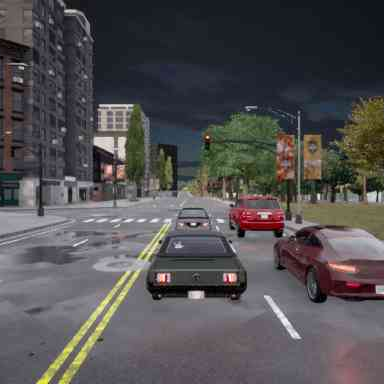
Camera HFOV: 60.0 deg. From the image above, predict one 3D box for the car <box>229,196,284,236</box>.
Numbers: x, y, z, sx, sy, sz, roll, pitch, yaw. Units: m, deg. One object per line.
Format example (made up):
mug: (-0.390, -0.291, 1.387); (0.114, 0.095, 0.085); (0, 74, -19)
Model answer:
car: (3.309, 1.217, 17.877); (2.150, 2.045, 5.566); (0, 0, 0)

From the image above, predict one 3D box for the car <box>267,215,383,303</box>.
car: (3.334, 1.524, 8.065); (1.812, 1.442, 4.674); (0, 0, 0)

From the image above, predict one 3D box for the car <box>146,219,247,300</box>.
car: (0.081, 1.599, 8.324); (1.895, 1.301, 4.718); (0, 0, 0)

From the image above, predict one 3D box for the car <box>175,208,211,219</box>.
car: (0.060, 1.543, 17.916); (2.033, 1.411, 5.357); (0, 0, 0)
